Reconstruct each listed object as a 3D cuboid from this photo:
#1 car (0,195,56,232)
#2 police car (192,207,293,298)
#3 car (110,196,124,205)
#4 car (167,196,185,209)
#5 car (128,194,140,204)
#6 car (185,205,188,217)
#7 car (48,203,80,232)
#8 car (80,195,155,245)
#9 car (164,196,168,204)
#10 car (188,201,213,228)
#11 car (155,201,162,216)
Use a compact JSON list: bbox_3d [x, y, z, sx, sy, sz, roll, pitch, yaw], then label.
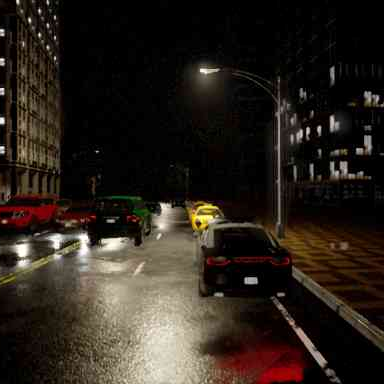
[{"bbox_3d":[-10.049,1.219,20.421,2.150,2.045,5.566,0,0,-2],"label":"car"},{"bbox_3d":[1.069,1.424,8.689,1.930,1.638,5.238,0,0,0],"label":"police car"},{"bbox_3d":[-14.010,1.562,62.236,2.033,1.411,5.357,0,0,-8],"label":"car"},{"bbox_3d":[-1.932,1.549,45.969,2.033,1.411,5.357,0,0,-6],"label":"car"},{"bbox_3d":[-10.738,1.366,62.204,2.097,1.767,4.553,0,0,-8],"label":"car"},{"bbox_3d":[0.617,1.453,25.016,1.801,1.575,5.366,0,0,-3],"label":"car"},{"bbox_3d":[-6.791,1.523,20.290,1.812,1.442,4.674,0,0,-2],"label":"car"},{"bbox_3d":[-3.194,1.218,15.537,2.150,2.045,5.566,0,0,-1],"label":"car"},{"bbox_3d":[-4.294,1.539,64.121,1.812,1.442,4.674,0,0,-9],"label":"car"},{"bbox_3d":[0.869,1.453,18.926,1.801,1.575,5.366,0,0,-2],"label":"car"},{"bbox_3d":[-4.062,1.561,33.159,1.994,1.385,4.181,0,0,-4],"label":"car"}]
